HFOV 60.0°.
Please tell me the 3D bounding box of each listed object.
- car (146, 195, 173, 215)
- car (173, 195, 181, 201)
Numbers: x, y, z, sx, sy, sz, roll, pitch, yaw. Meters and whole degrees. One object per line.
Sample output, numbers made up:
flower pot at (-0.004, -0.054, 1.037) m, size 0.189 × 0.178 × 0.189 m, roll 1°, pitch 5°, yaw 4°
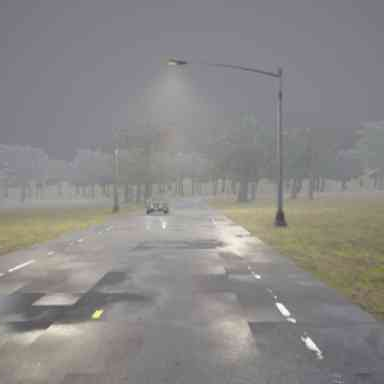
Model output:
car at (-3.594, 1.342, 36.007) m, size 2.150 × 2.045 × 5.566 m, roll 0°, pitch 0°, yaw 0°
car at (-3.505, 1.477, 77.493) m, size 2.097 × 1.767 × 4.553 m, roll 0°, pitch 0°, yaw 0°
